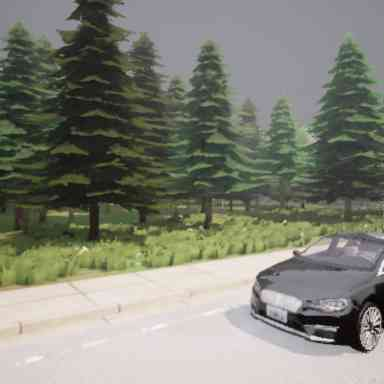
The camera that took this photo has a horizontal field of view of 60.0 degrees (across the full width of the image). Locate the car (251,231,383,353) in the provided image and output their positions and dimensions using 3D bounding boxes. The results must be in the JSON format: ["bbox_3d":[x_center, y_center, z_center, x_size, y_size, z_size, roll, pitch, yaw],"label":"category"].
[{"bbox_3d":[3.232,1.555,6.339,4.902,1.511,2.128,1,-1,-36],"label":"car"}]
